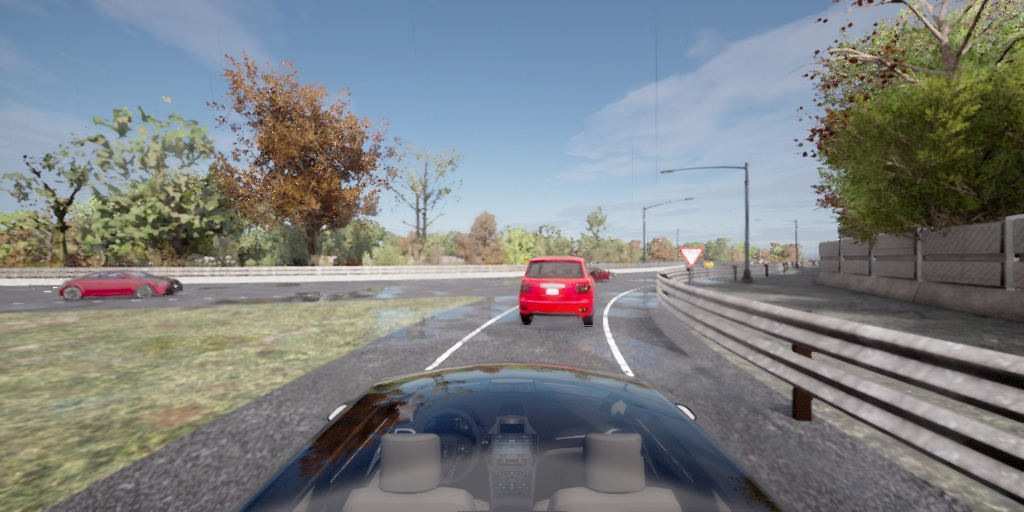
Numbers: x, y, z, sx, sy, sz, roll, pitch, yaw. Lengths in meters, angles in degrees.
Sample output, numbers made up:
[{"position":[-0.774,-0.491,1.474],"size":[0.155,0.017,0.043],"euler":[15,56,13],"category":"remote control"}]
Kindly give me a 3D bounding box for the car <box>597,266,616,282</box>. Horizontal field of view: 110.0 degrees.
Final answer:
[{"position":[6.486,1.484,29.753],"size":[4.674,1.442,1.812],"euler":[0,0,-31],"category":"car"}]

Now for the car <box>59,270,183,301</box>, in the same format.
[{"position":[-19.371,1.388,17.964],"size":[4.181,1.385,1.994],"euler":[0,0,-19],"category":"car"}]

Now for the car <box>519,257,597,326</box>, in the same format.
[{"position":[1.705,1.051,12.228],"size":[2.150,2.045,5.566],"euler":[0,0,13],"category":"car"}]
